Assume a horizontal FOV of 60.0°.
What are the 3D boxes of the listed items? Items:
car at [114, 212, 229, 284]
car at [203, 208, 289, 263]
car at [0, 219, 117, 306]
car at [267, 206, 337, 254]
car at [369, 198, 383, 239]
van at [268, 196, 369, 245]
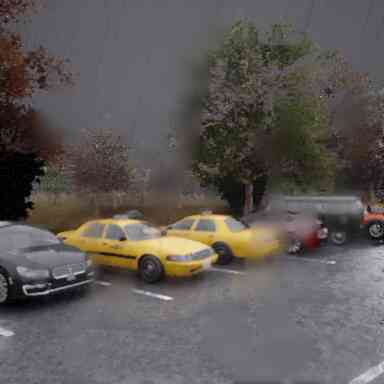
[{"bbox_3d":[-1.833,1.457,9.640,5.366,1.575,1.946,-1,-1,35],"label":"car"},{"bbox_3d":[0.294,1.444,11.557,5.366,1.575,1.946,-1,0,35],"label":"car"},{"bbox_3d":[-4.418,1.480,8.037,4.892,1.521,2.231,-1,-1,35],"label":"car"},{"bbox_3d":[2.851,1.454,13.162,4.792,1.488,2.163,-1,0,35],"label":"car"},{"bbox_3d":[7.705,1.254,16.562,4.553,1.767,2.185,-1,-1,35],"label":"car"},{"bbox_3d":[5.203,1.178,14.907,4.442,1.987,1.878,-1,0,35],"label":"van"}]
